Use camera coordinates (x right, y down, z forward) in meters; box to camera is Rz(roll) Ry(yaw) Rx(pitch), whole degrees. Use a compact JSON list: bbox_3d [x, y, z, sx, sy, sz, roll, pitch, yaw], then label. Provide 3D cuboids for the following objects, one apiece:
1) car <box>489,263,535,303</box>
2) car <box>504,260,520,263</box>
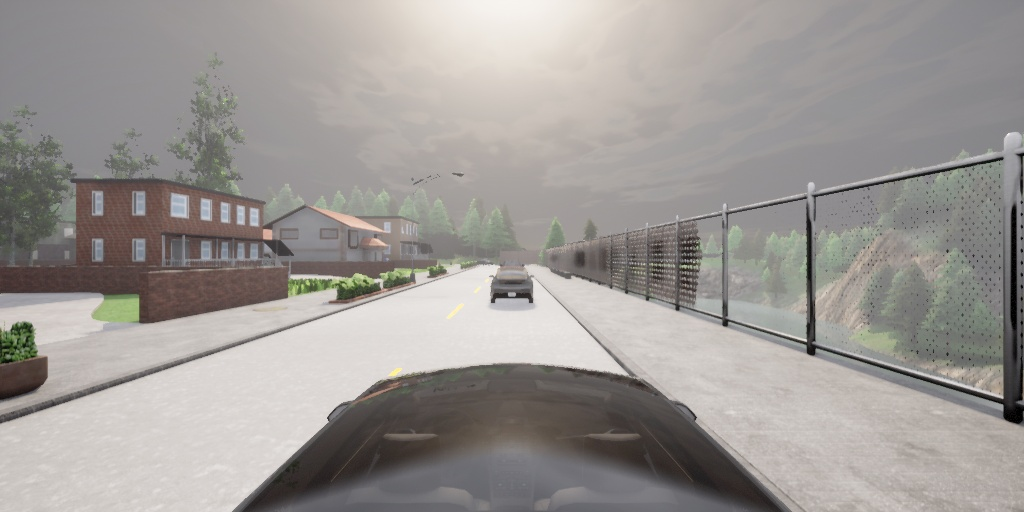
[{"bbox_3d":[0.000,1.266,16.500,1.837,1.490,4.892,0,0,0],"label":"car"},{"bbox_3d":[0.000,1.116,31.470,2.097,1.767,4.553,0,0,0],"label":"car"}]
